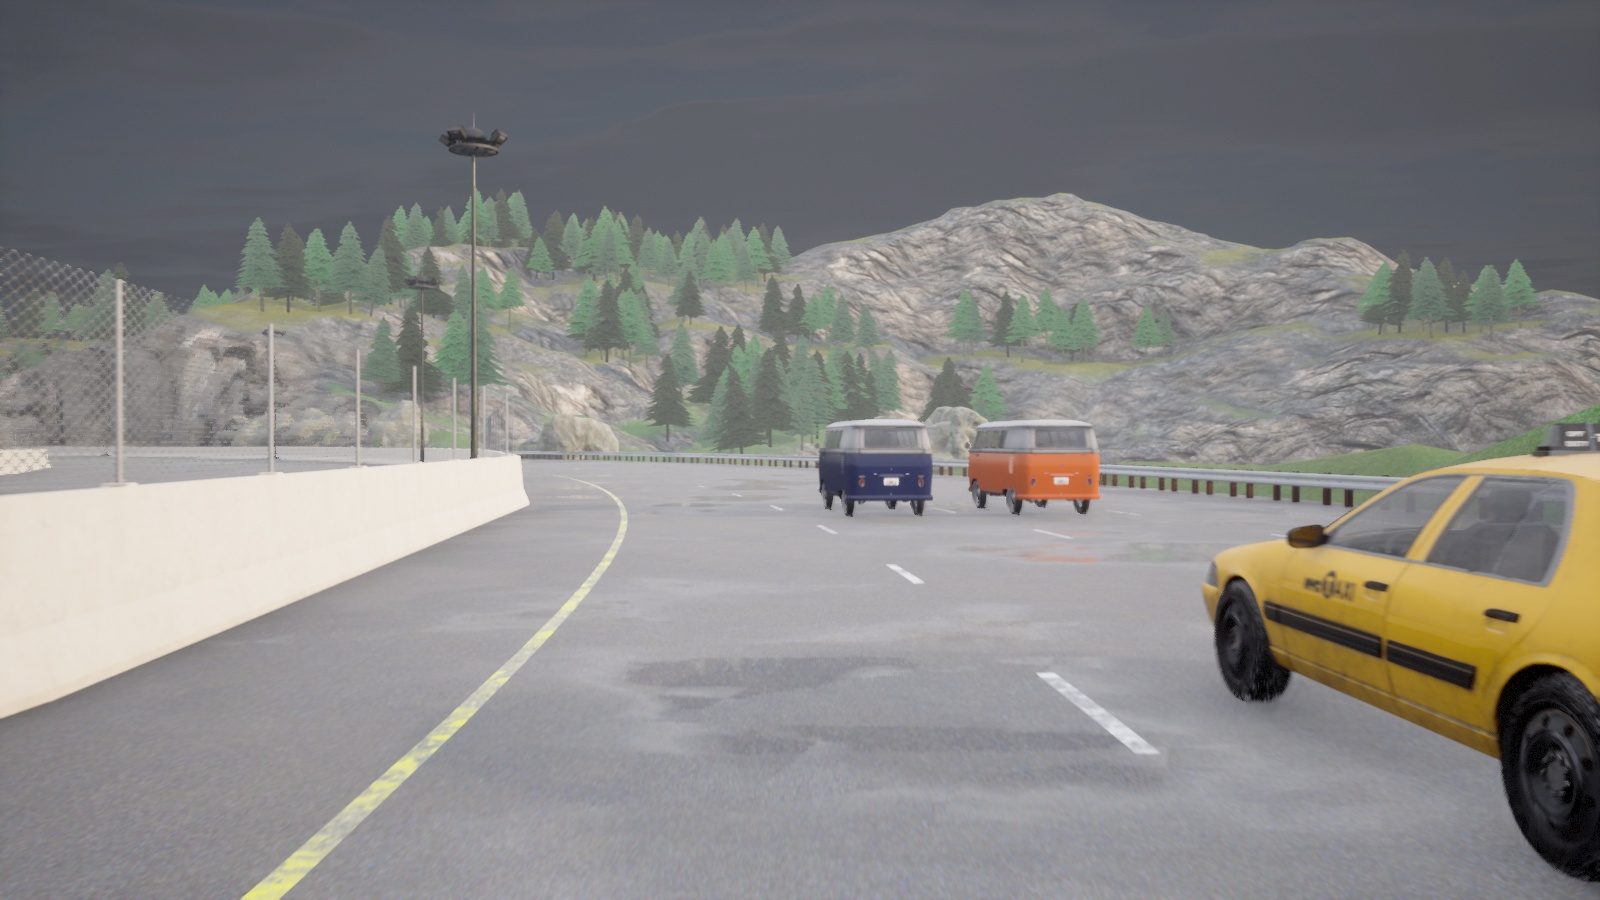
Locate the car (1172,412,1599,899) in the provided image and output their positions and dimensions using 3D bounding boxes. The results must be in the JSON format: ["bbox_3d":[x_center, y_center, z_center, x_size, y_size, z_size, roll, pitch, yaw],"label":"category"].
[{"bbox_3d":[3.432,0.656,5.618,1.801,1.575,5.366,0,0,-2],"label":"car"}]

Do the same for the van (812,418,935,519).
[{"bbox_3d":[1.488,0.348,27.046,1.775,1.987,4.442,0,0,-8],"label":"van"}]

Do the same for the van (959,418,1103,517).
[{"bbox_3d":[4.953,0.348,27.537,1.775,1.987,4.442,0,0,-8],"label":"van"}]
